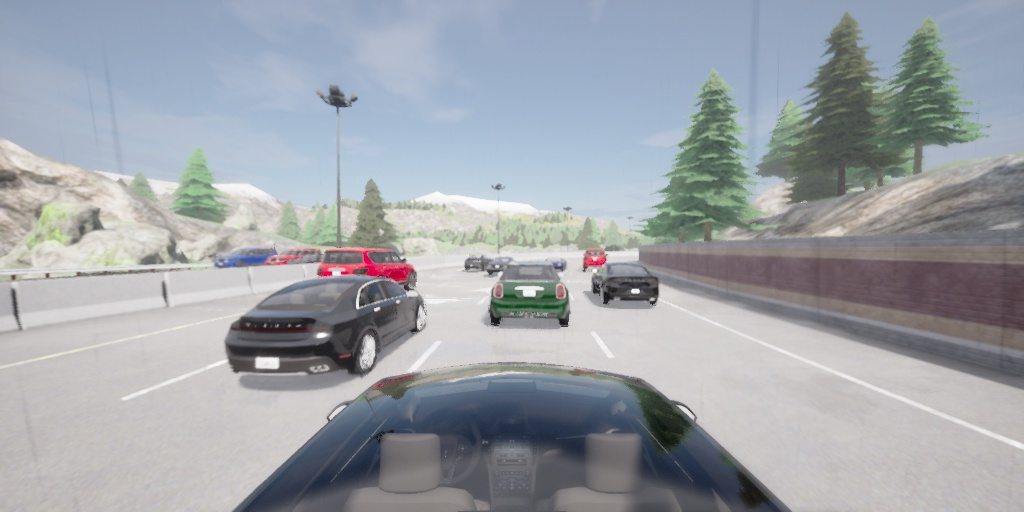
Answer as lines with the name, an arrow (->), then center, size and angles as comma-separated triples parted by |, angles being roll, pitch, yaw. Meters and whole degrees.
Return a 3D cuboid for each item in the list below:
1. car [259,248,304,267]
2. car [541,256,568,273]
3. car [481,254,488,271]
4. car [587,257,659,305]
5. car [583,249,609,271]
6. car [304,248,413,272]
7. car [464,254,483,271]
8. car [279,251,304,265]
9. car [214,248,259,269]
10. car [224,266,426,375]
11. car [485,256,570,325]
car -> -20.844, 0.260, 34.736 | 2.150, 2.045, 5.566 | 0, 1, 13
car -> 3.994, 0.725, 32.708 | 1.895, 1.301, 4.718 | 0, 1, 14
car -> -0.571, 0.751, 28.391 | 2.033, 1.411, 5.357 | 0, 1, 11
car -> 4.384, 0.974, 14.472 | 1.882, 1.535, 5.008 | 0, 1, 6
car -> 7.862, 0.330, 33.760 | 2.150, 2.045, 5.566 | 0, 1, 14
car -> -6.055, 0.677, 15.612 | 2.150, 2.045, 5.566 | 0, 1, 6
car -> -2.952, 0.584, 33.632 | 2.128, 1.511, 4.902 | 0, 1, 13
car -> -17.782, 0.575, 32.190 | 1.882, 1.535, 5.008 | 0, 1, 12
car -> -24.644, 0.273, 33.694 | 2.150, 2.045, 5.566 | 0, 2, 12
car -> -3.167, 1.137, 7.213 | 1.837, 1.490, 4.892 | 0, 1, 3
car -> 0.589, 0.910, 11.139 | 2.097, 1.767, 4.553 | 0, 1, 4
